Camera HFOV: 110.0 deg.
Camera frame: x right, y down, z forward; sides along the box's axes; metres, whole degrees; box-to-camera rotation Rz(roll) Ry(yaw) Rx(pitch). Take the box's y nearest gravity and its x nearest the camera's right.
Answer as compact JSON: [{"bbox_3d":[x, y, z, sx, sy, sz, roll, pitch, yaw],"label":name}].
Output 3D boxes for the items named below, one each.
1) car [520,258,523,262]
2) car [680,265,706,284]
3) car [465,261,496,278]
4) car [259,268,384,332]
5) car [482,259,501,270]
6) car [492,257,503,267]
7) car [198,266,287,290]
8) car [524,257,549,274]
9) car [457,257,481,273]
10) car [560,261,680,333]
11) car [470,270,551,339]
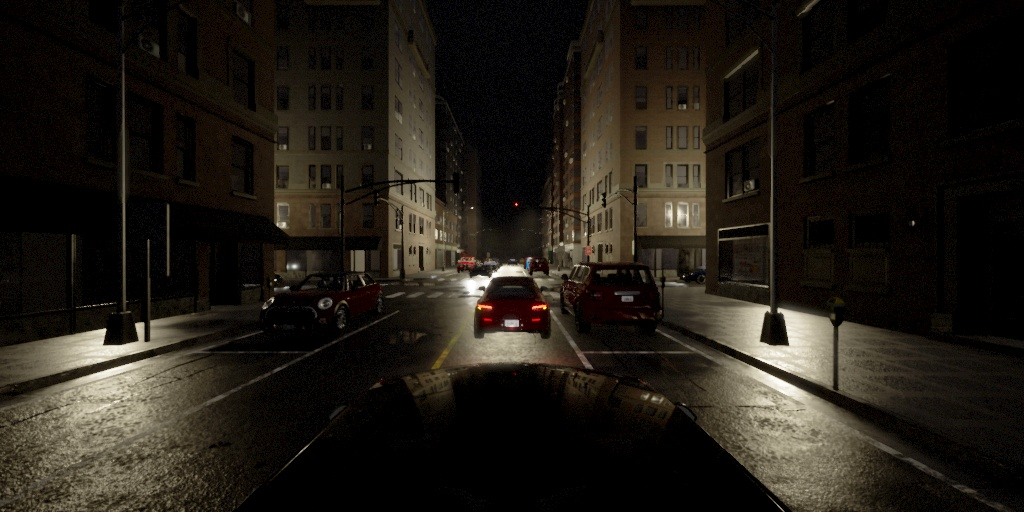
[{"bbox_3d":[2.784,1.058,54.172,2.192,1.841,5.009,0,0,0],"label":"car"},{"bbox_3d":[14.289,1.269,25.679,4.181,1.385,1.994,0,0,-1],"label":"car"},{"bbox_3d":[-2.791,1.348,32.856,1.895,1.301,4.718,0,0,0],"label":"car"},{"bbox_3d":[-5.373,1.189,10.619,1.967,1.591,4.097,0,0,0],"label":"car"},{"bbox_3d":[-2.766,1.346,44.905,1.895,1.301,4.718,0,0,0],"label":"car"},{"bbox_3d":[-2.739,1.290,55.611,2.033,1.411,5.357,0,0,1],"label":"car"},{"bbox_3d":[-17.077,1.361,22.858,4.181,1.385,1.994,0,0,0],"label":"car"},{"bbox_3d":[2.766,1.060,37.660,2.192,1.841,5.009,0,0,0],"label":"car"},{"bbox_3d":[-5.342,1.060,43.178,2.192,1.841,5.009,0,0,0],"label":"car"},{"bbox_3d":[2.652,1.064,10.604,2.192,1.841,5.009,0,0,0],"label":"car"},{"bbox_3d":[0.021,1.275,9.960,1.812,1.442,4.674,0,0,1],"label":"car"}]
